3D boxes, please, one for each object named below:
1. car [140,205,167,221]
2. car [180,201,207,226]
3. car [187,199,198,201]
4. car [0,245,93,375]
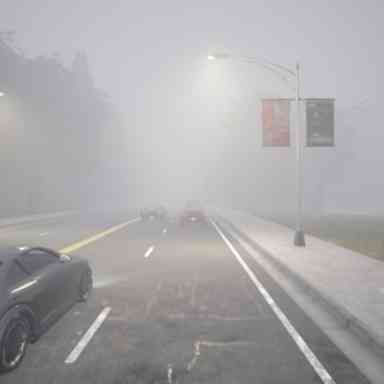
[{"bbox_3d":[-3.154,1.732,28.368,1.895,1.301,4.718,0,-1,0],"label":"car"},{"bbox_3d":[0.097,1.622,24.150,1.812,1.442,4.674,0,0,0],"label":"car"},{"bbox_3d":[0.094,1.638,42.226,2.097,1.767,4.553,0,-1,0],"label":"car"},{"bbox_3d":[-3.150,1.572,5.598,1.994,1.385,4.181,0,0,0],"label":"car"}]
